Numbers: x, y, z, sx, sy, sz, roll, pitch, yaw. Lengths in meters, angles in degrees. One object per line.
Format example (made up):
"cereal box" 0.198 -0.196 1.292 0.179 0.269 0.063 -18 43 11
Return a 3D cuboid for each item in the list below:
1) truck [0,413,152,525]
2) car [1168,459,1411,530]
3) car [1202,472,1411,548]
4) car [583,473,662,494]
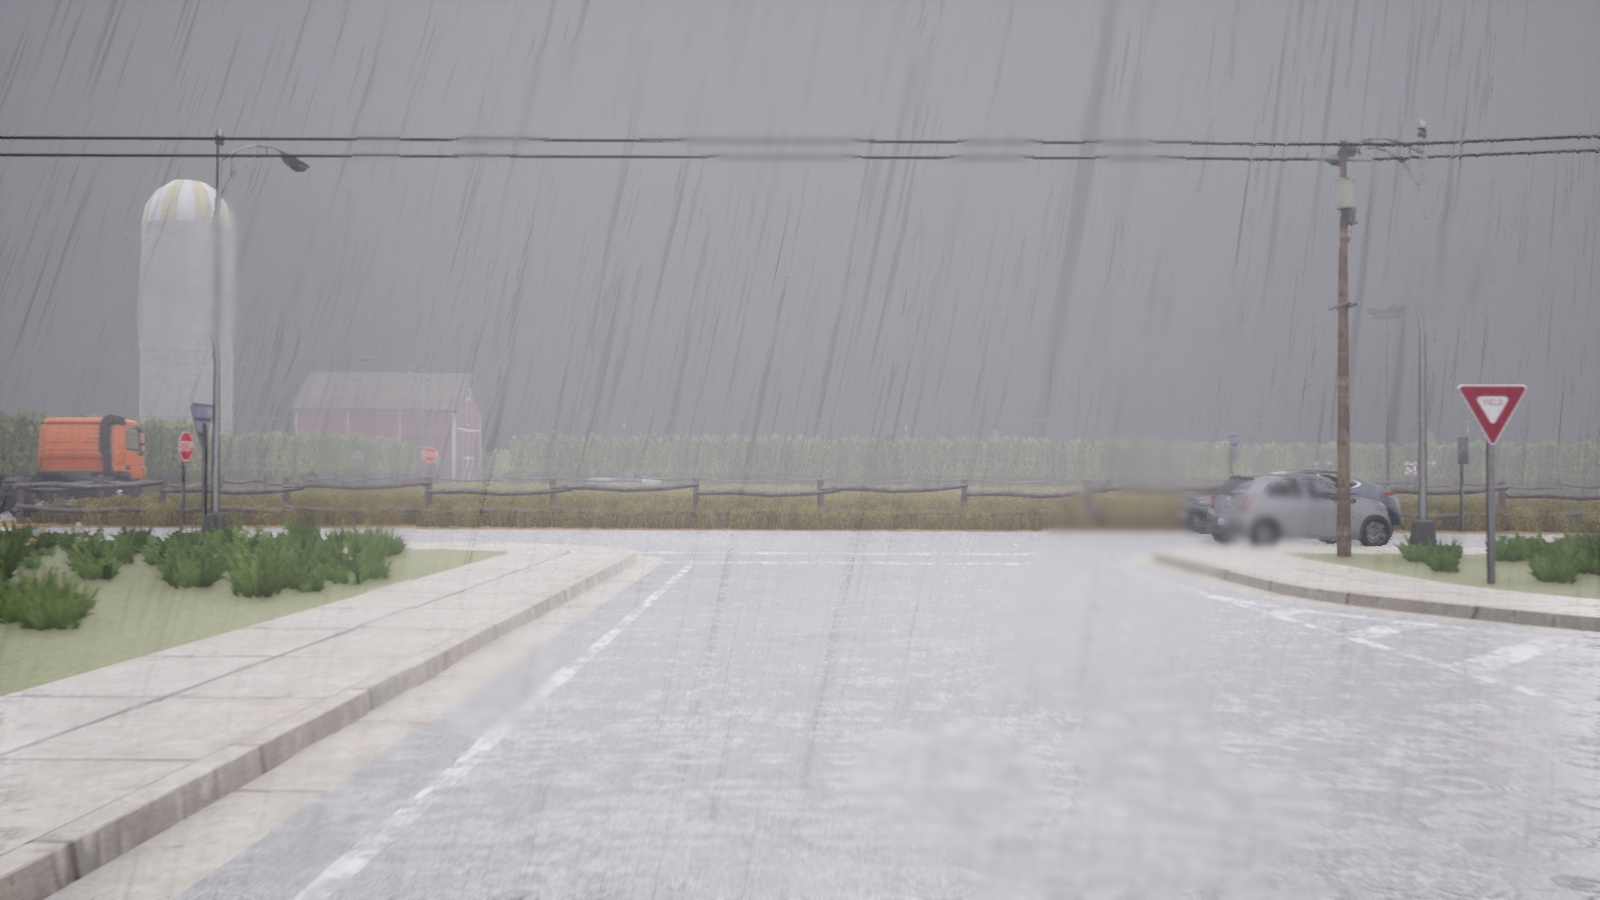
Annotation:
"truck" -25.573 0.652 42.816 2.891 3.462 7.936 0 -1 0
"car" 11.759 1.057 30.446 5.027 1.651 2.152 0 -1 1
"car" 10.595 1.228 26.381 3.633 1.501 1.845 0 -1 -11
"car" -11.278 2.132 79.887 4.718 1.301 1.895 0 -1 1
